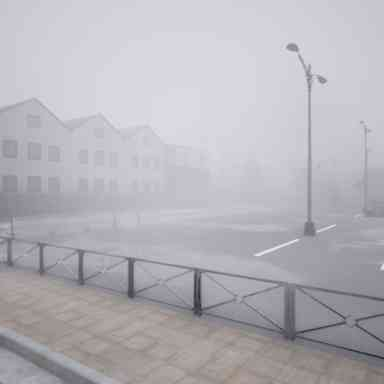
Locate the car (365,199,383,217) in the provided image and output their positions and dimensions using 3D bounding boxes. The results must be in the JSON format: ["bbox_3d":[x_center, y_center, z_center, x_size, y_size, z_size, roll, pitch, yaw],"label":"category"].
[{"bbox_3d":[15.304,1.297,26.891,2.007,1.523,4.514,0,0,35],"label":"car"}]
